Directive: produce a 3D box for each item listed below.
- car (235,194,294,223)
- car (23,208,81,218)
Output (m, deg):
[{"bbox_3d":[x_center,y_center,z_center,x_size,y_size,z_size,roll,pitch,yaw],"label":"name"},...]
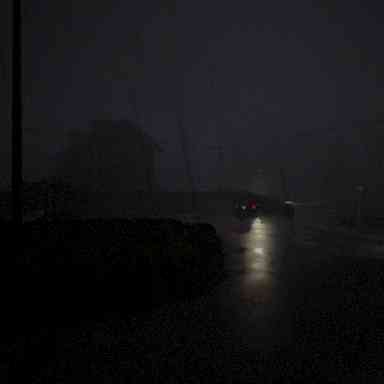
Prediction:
[{"bbox_3d":[5.582,1.187,25.265,5.566,2.045,2.150,0,-1,-45],"label":"car"},{"bbox_3d":[-6.188,1.517,16.219,4.674,1.442,1.812,0,0,-35],"label":"car"}]
